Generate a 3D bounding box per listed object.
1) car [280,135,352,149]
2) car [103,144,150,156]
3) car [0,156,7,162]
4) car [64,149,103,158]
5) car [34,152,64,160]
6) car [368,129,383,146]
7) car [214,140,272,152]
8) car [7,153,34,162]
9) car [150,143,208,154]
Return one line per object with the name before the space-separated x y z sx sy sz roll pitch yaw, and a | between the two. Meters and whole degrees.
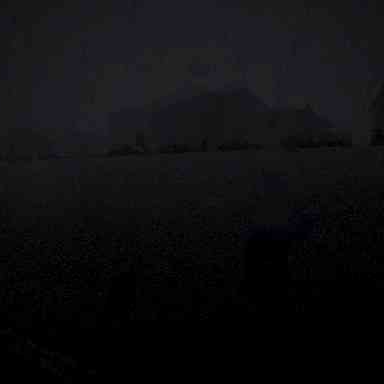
car | 8.884 -3.353 23.993 4.892 1.521 2.231 1 1 27
car | -5.805 -3.783 31.857 4.553 1.767 2.185 1 1 31
car | -24.485 -4.033 43.730 4.892 1.521 2.231 1 0 34
car | -10.559 -3.758 34.673 5.008 1.535 2.097 1 1 32
car | -15.271 -3.819 37.602 4.674 1.452 2.002 1 1 33
car | 13.965 -3.357 21.551 4.553 1.767 2.185 1 1 26
car | 4.052 -3.414 26.451 4.674 1.452 2.002 1 1 28
car | -19.919 -3.955 40.630 4.892 1.521 2.231 1 1 34
car | -0.812 -3.524 29.058 4.792 1.488 2.163 1 1 29
